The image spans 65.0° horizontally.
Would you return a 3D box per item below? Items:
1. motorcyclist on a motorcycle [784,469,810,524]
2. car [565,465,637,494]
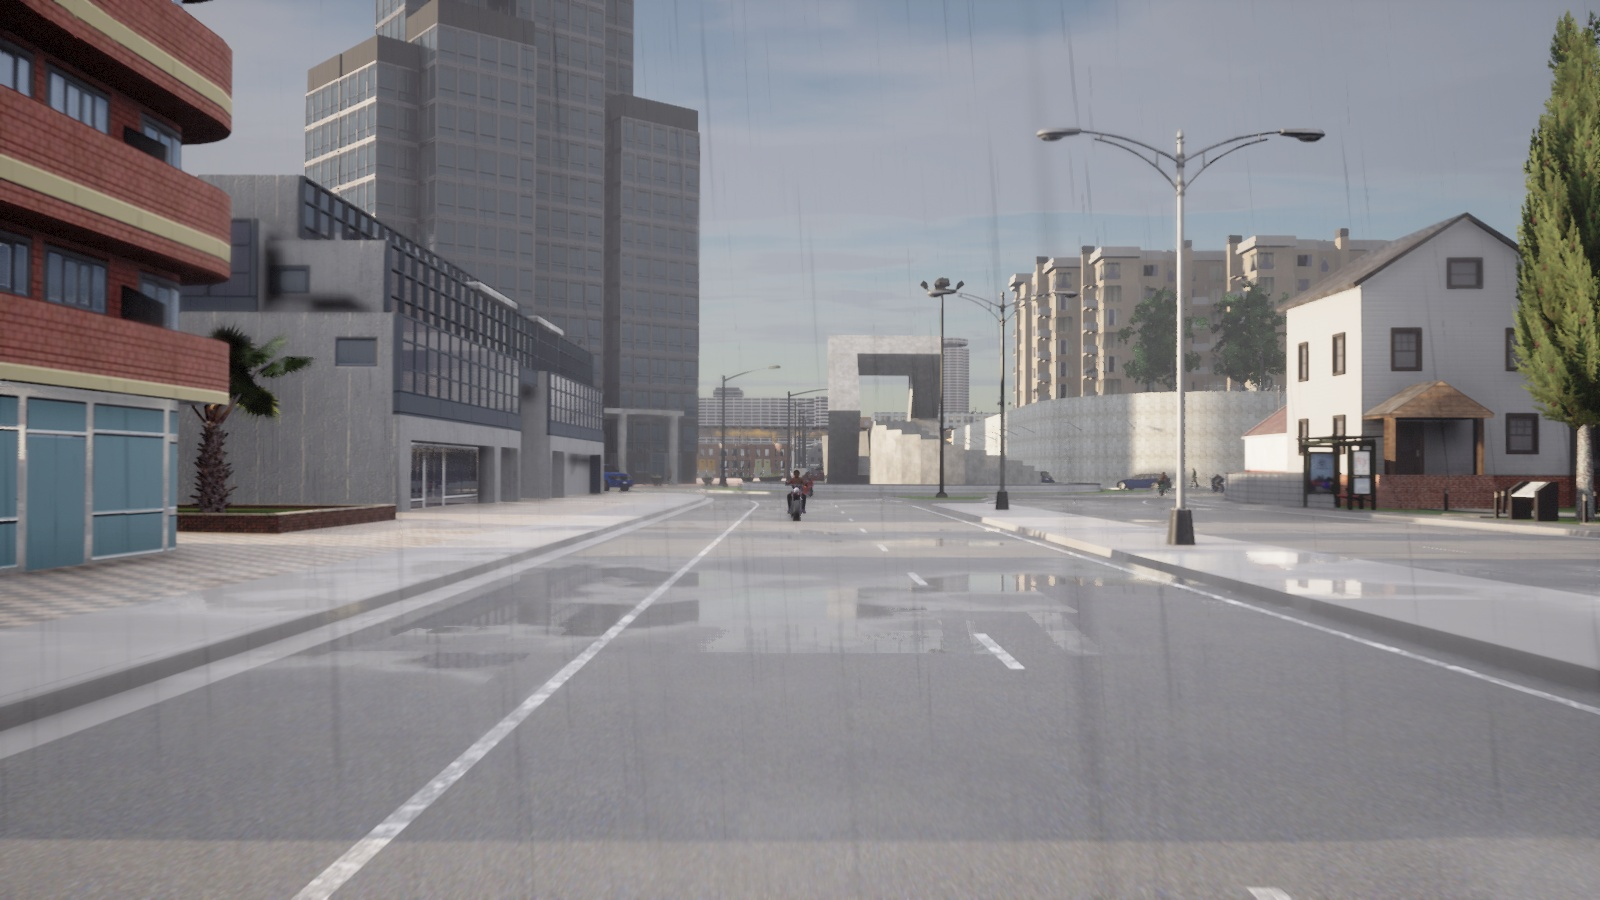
[{"bbox_3d":[-0.095,1.422,39.204,0.766,1.649,2.350,0,-1,0],"label":"motorcyclist on a motorcycle"},{"bbox_3d":[-14.540,2.123,91.501,5.566,2.045,2.150,-1,-1,41],"label":"car"}]
